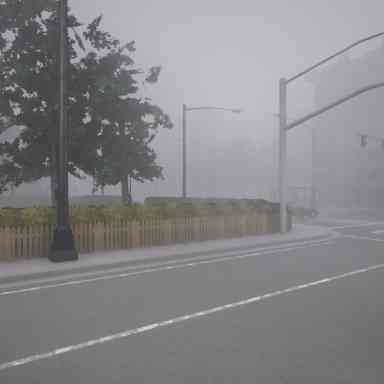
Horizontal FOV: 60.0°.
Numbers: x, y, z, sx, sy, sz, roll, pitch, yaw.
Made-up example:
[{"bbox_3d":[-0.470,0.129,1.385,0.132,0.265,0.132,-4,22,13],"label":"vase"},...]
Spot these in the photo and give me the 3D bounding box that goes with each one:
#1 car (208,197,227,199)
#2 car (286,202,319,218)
[{"bbox_3d":[3.309,1.352,38.051,2.097,1.767,4.553,0,0,-35],"label":"car"},{"bbox_3d":[8.953,1.601,29.941,1.895,1.301,4.718,0,0,-35],"label":"car"}]
